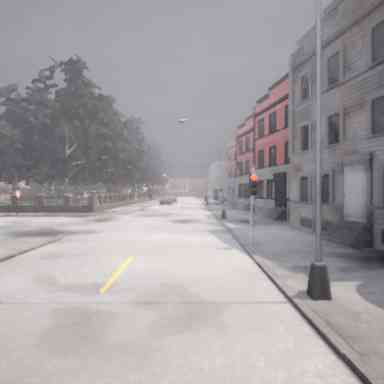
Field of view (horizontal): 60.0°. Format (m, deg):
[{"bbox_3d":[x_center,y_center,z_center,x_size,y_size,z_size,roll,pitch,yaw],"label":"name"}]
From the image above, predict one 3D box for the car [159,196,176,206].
[{"bbox_3d":[-4.081,1.439,53.208,2.033,1.411,5.357,0,0,1],"label":"car"}]
